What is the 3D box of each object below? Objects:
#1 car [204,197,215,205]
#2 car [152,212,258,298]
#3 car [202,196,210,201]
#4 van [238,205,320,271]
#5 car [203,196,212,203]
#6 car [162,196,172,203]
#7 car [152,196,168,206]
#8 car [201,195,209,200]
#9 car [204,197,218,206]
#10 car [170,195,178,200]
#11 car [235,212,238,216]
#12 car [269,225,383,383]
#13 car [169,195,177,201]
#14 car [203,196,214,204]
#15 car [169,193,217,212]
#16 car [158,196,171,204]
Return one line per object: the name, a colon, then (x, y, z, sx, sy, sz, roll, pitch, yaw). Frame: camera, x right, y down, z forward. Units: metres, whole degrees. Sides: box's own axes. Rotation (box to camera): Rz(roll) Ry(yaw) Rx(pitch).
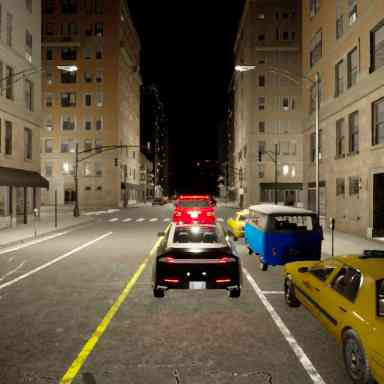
car: (3.108, 1.548, 59.451, 1.887, 1.381, 4.507, 1, 0, 1)
car: (0.105, 1.493, 8.513, 2.128, 1.511, 4.902, 0, 0, 0)
car: (3.408, 1.565, 81.572, 1.947, 1.339, 4.313, 1, 0, 1)
van: (2.686, 1.343, 10.584, 1.690, 1.788, 3.998, 1, 0, 0)
car: (3.258, 1.546, 70.511, 1.887, 1.381, 4.507, 1, 0, 1)
car: (-5.266, 1.548, 70.619, 1.887, 1.381, 4.507, 1, 0, 1)
car: (-5.492, 1.587, 54.032, 1.802, 1.307, 4.206, 1, 0, 1)
car: (3.558, 1.547, 92.632, 2.008, 1.369, 4.403, 1, 0, 1)
car: (3.033, 1.570, 53.921, 1.947, 1.339, 4.313, 1, 0, 1)
car: (-4.966, 1.564, 92.734, 1.947, 1.339, 4.313, 1, 0, 1)
car: (2.689, 1.528, 16.427, 1.752, 1.417, 4.829, 1, 0, 0)
car: (2.679, 1.526, 5.080, 1.752, 1.417, 4.829, 1, 0, 0)
car: (-5.043, 1.525, 87.035, 1.752, 1.417, 4.829, 1, 0, 1)
car: (3.183, 1.553, 64.981, 2.008, 1.369, 4.403, 1, 0, 1)
car: (0.115, 1.225, 18.699, 2.150, 2.045, 5.566, 0, 0, 0)
car: (-5.342, 1.554, 65.090, 2.008, 1.369, 4.403, 1, 0, 1)
